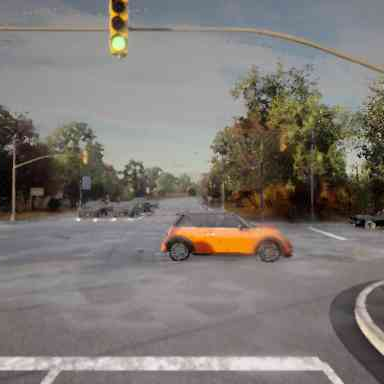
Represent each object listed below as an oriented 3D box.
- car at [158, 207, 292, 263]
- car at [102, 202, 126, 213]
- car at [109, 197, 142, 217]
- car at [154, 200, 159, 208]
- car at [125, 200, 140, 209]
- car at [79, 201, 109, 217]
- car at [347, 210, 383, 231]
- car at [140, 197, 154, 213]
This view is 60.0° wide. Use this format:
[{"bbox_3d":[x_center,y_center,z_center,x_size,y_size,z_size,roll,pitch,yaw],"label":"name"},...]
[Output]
[{"bbox_3d":[1.237,1.487,12.107,4.553,1.767,2.097,0,-1,3],"label":"car"},{"bbox_3d":[-10.588,2.050,45.405,2.033,1.411,5.357,0,-1,0],"label":"car"},{"bbox_3d":[-7.095,1.751,35.981,2.097,1.767,4.553,0,-1,0],"label":"car"},{"bbox_3d":[-7.011,2.170,60.205,1.837,1.490,4.892,0,0,0],"label":"car"},{"bbox_3d":[-10.513,2.184,59.453,1.812,1.442,4.674,0,0,1],"label":"car"},{"bbox_3d":[-10.596,1.750,35.939,2.097,1.767,4.553,0,-1,0],"label":"car"},{"bbox_3d":[12.988,1.847,22.066,4.718,1.301,1.895,0,-1,4],"label":"car"},{"bbox_3d":[-7.089,1.727,45.643,2.150,2.045,5.566,0,-1,1],"label":"car"}]
